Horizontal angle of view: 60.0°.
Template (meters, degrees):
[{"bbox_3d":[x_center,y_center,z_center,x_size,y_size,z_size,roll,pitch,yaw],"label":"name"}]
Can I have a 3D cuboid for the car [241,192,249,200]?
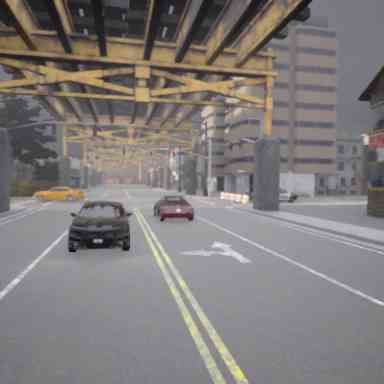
[{"bbox_3d":[8.338,0.238,39.743,4.974,1.542,2.038,1,2,13],"label":"car"}]

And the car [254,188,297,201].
[{"bbox_3d":[8.943,0.221,35.634,4.536,1.218,1.853,-1,2,-32],"label":"car"}]

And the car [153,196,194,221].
[{"bbox_3d":[-1.183,0.899,20.151,1.994,1.385,4.181,0,2,-13],"label":"car"}]

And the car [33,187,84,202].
[{"bbox_3d":[-13.817,0.210,34.622,5.008,1.535,1.882,0,1,-2],"label":"car"}]

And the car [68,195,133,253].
[{"bbox_3d":[-3.202,1.061,12.009,1.882,1.535,5.008,0,2,-12],"label":"car"}]

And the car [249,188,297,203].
[{"bbox_3d":[8.897,0.379,35.612,4.974,1.542,2.038,-1,2,-32],"label":"car"}]
